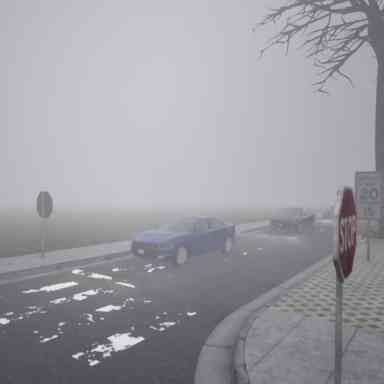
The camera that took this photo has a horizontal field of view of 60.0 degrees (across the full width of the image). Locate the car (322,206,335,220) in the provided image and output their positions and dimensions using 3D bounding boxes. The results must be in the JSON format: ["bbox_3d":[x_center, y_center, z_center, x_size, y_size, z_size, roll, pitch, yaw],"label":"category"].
[{"bbox_3d":[14.308,2.064,32.904,1.994,1.385,4.181,0,-1,36],"label":"car"}]

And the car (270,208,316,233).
[{"bbox_3d":[6.884,1.799,22.429,1.882,1.535,5.008,0,-1,35],"label":"car"}]

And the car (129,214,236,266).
[{"bbox_3d":[-0.148,1.628,12.487,1.882,1.535,5.008,0,0,35],"label":"car"}]
